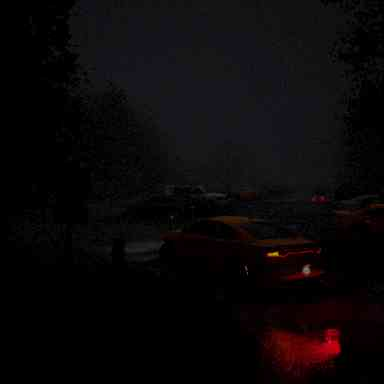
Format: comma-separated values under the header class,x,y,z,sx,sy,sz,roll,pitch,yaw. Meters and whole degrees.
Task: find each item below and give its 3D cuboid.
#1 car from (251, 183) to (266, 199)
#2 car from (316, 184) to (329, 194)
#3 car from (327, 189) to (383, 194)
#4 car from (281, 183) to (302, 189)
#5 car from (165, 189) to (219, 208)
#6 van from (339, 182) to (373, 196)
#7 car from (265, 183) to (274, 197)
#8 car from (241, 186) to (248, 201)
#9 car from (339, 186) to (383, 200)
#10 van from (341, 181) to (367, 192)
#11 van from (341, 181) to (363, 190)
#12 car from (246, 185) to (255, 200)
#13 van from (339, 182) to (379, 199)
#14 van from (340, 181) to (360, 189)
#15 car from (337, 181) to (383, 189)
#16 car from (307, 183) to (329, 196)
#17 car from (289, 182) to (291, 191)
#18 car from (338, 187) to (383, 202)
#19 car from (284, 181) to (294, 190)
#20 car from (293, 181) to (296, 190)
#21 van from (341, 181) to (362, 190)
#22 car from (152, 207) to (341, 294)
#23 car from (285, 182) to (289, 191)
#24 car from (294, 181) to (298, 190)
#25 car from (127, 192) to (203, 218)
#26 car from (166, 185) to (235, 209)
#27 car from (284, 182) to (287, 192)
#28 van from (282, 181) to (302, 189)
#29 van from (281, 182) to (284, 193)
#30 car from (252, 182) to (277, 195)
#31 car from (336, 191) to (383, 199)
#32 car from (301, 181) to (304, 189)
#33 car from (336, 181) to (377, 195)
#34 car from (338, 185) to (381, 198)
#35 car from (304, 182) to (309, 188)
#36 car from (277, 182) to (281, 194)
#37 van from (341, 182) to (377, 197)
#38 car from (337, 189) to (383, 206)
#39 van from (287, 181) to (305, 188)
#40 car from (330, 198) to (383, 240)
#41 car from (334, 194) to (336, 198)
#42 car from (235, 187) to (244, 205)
class,x,y,z,sx,sy,sz,roll,pitch,yaw
car,5.742,0.104,40.075,5.366,1.575,1.946,1,3,24
car,22.380,-0.568,56.912,1.882,1.535,5.008,1,2,24
car,13.103,0.799,24.492,5.366,1.575,1.946,1,3,24
car,23.964,-1.422,80.412,4.674,1.452,2.002,1,2,24
car,-0.922,0.834,24.693,5.008,1.535,2.097,1,3,24
van,24.452,-0.515,49.718,4.442,1.987,1.878,1,2,24
car,7.162,0.000,42.344,5.366,1.575,1.946,1,3,24
car,2.474,0.474,32.290,4.892,1.521,2.231,1,3,24
car,20.070,0.134,39.560,4.792,1.488,2.163,1,3,24
van,31.491,-1.092,64.905,4.442,1.987,1.878,1,2,24
van,36.007,-1.475,75.016,4.442,1.987,1.878,1,2,24
car,3.430,0.347,34.900,5.366,1.575,1.946,1,3,24
van,21.066,-0.224,42.117,4.442,1.987,1.878,1,3,24
van,38.055,-1.671,80.174,4.442,1.987,1.878,1,2,24
car,15.556,0.314,29.446,5.566,2.045,2.435,1,3,24
car,18.183,-0.197,47.516,2.128,1.511,4.902,1,2,24
car,14.883,-0.664,60.158,4.792,1.488,2.163,1,2,24
car,18.994,0.238,37.152,4.792,1.488,2.163,1,3,24
car,15.872,-0.795,62.753,5.366,1.575,1.946,1,2,24
car,17.178,-0.884,65.208,4.892,1.521,2.231,1,2,24
van,37.085,-1.567,77.430,4.442,1.987,1.878,1,2,24
car,0.941,1.359,8.600,1.882,1.535,5.008,2,-1,-32
car,13.751,-0.568,57.624,4.792,1.488,2.163,1,2,24
car,18.298,-0.981,67.747,4.892,1.521,2.231,1,2,24
car,-2.085,0.983,22.176,4.792,1.488,2.163,1,3,24
car,0.230,0.463,27.204,5.566,2.045,2.435,1,3,24
car,12.620,-0.472,55.091,4.792,1.488,2.163,1,2,24
van,24.986,-1.786,82.983,4.442,1.987,1.878,1,2,24
van,11.622,-0.629,52.488,4.442,1.987,1.878,1,2,24
car,9.282,-0.335,47.463,4.553,1.767,2.185,1,3,24
car,9.965,1.034,16.931,4.553,1.767,2.185,1,3,24
car,22.825,-1.367,77.880,5.008,1.535,2.097,1,2,24
car,25.662,-0.635,52.208,5.566,2.045,2.435,1,2,24
car,22.305,-0.096,44.622,5.008,1.535,2.097,1,2,24
car,26.250,-1.905,85.457,5.566,2.045,2.435,1,2,24
car,10.410,-0.279,50.000,4.792,1.488,2.163,1,2,24
van,23.536,-0.416,47.095,4.442,1.987,1.878,1,2,24
car,16.633,0.474,32.008,4.792,1.488,2.163,1,3,24
van,28.374,-2.000,90.571,4.442,1.987,1.878,1,1,24
car,8.802,1.279,14.423,5.008,1.535,2.097,1,3,24
car,10.988,1.074,19.376,4.792,1.488,2.163,1,3,24
car,1.506,0.593,29.684,5.366,1.575,1.946,1,3,24
